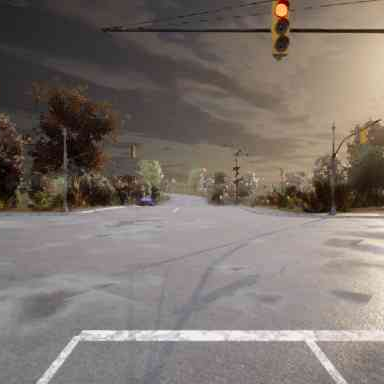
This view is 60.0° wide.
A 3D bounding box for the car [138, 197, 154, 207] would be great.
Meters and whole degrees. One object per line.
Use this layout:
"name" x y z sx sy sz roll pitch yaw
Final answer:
"car" -7.000 1.566 51.167 1.882 1.535 5.008 0 -2 0
